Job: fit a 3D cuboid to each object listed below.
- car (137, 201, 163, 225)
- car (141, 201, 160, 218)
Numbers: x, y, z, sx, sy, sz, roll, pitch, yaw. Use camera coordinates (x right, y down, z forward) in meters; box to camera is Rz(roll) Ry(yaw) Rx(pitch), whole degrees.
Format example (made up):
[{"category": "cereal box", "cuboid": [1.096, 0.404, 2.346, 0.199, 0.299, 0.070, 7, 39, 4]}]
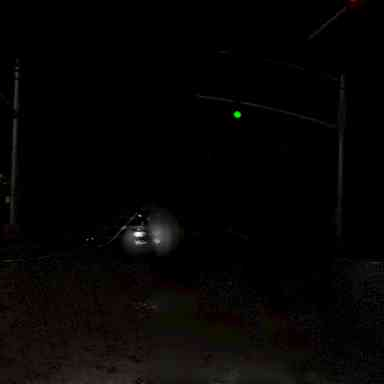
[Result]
[{"category": "car", "cuboid": [-3.333, 1.725, 26.237, 1.812, 1.442, 4.674, 2, -1, -7]}, {"category": "car", "cuboid": [-4.399, 1.787, 35.340, 1.837, 1.490, 4.892, 2, -1, -7]}]
